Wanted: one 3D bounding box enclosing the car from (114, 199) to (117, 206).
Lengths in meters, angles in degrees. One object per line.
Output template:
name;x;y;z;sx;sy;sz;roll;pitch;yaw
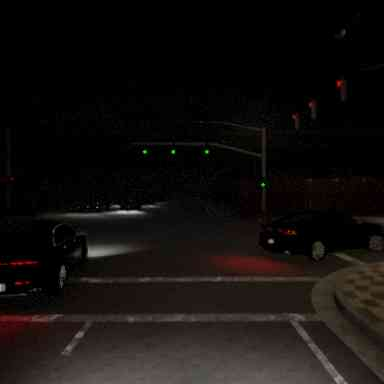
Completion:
car;-10.563;1.385;51.561;2.033;1.411;5.357;0;0;0

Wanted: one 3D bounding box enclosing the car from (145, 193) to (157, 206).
car;-7.060;1.361;52.228;1.812;1.442;4.674;0;0;0

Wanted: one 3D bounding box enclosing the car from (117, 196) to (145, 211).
car;-7.084;1.441;39.065;1.994;1.385;4.181;0;0;0

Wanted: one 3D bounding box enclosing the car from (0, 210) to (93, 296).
car;-3.936;1.466;8.511;1.837;1.490;4.892;0;1;-8

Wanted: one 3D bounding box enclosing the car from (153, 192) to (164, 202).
car;-6.997;1.007;67.606;2.150;2.045;5.566;0;0;0

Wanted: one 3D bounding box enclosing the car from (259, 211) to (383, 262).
car;4.714;1.398;11.862;5.008;1.535;1.882;-1;-1;-29

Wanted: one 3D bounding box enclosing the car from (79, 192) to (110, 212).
car;-10.587;1.099;36.552;2.150;2.045;5.566;0;1;0

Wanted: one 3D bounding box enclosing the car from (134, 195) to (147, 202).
car;-10.497;1.383;67.674;1.895;1.301;4.718;0;0;0
